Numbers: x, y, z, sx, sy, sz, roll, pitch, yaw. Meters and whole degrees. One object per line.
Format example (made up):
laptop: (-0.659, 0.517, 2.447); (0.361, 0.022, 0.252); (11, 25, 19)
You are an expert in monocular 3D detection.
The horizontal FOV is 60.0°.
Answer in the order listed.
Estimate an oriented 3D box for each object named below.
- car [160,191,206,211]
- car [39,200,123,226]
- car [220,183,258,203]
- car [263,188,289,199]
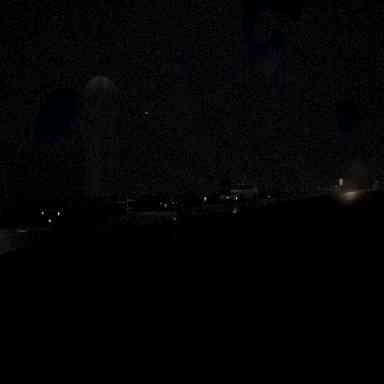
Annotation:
car: (-0.656, 0.725, 27.774); (1.837, 1.490, 4.892); (-1, 1, 35)
car: (-6.398, 1.157, 19.622); (1.895, 1.301, 4.718); (-1, 1, 34)
car: (5.183, 0.114, 35.982); (2.150, 2.045, 5.566); (-1, 1, 36)
car: (11.387, 0.111, 44.633); (2.033, 1.411, 5.357); (-1, 1, 36)
